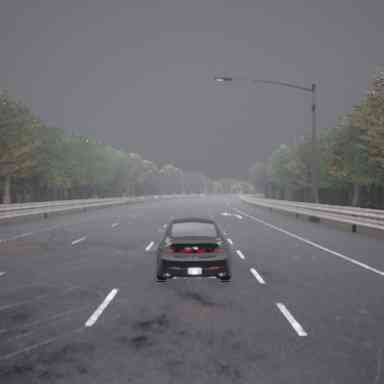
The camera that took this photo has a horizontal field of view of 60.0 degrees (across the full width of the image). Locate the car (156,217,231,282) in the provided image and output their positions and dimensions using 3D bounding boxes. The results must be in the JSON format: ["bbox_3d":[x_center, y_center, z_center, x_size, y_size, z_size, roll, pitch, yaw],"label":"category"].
[{"bbox_3d":[0.015,1.502,9.793,1.837,1.490,4.892,0,0,-1],"label":"car"}]
